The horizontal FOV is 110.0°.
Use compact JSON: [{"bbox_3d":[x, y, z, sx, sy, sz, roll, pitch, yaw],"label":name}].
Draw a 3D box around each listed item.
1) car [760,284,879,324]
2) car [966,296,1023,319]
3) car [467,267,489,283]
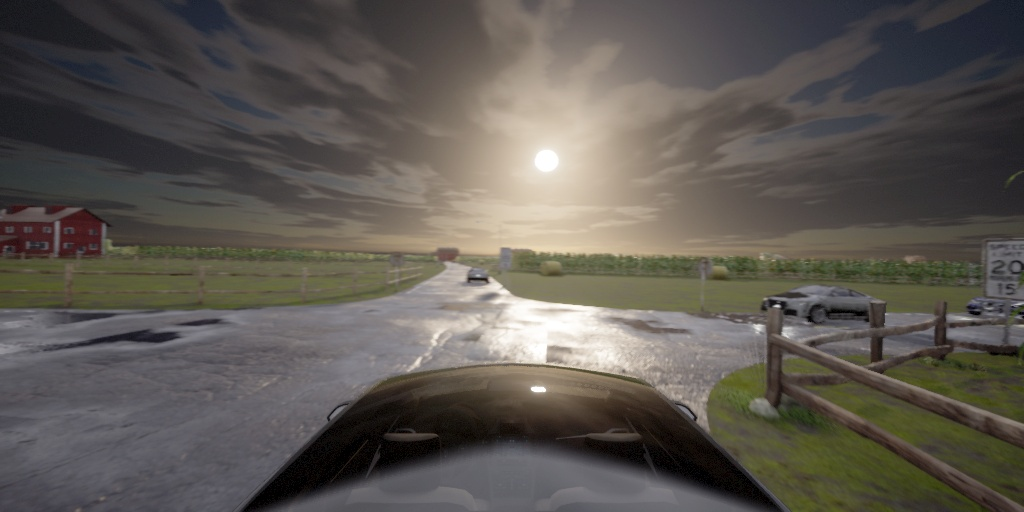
[{"bbox_3d":[12.277,1.841,14.281,4.181,1.385,1.994,2,0,-9],"label":"car"},{"bbox_3d":[23.806,2.170,16.674,4.674,1.442,1.812,2,0,-13],"label":"car"},{"bbox_3d":[-3.147,1.677,32.888,1.994,1.385,4.181,1,-1,-7],"label":"car"}]
